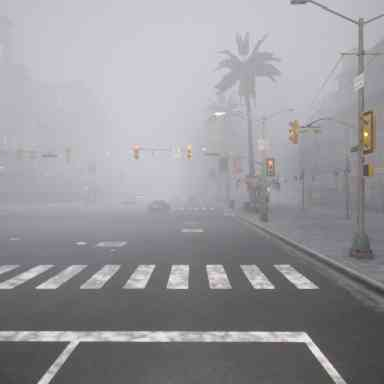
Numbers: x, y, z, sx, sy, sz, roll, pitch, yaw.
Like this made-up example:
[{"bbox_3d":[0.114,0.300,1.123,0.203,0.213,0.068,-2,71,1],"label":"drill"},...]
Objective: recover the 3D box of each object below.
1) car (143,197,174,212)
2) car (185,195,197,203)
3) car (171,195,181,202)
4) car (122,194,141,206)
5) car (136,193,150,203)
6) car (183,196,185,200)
[{"bbox_3d":[-3.757,1.563,38.035,1.994,1.385,4.181,0,0,7],"label":"car"},{"bbox_3d":[0.036,1.353,71.080,2.097,1.767,4.553,0,0,0],"label":"car"},{"bbox_3d":[-3.489,1.552,72.219,1.994,1.385,4.181,0,0,0],"label":"car"},{"bbox_3d":[-10.538,1.547,56.742,2.033,1.411,5.357,0,0,1],"label":"car"},{"bbox_3d":[-10.510,1.220,66.989,2.150,2.045,5.566,0,0,0],"label":"car"},{"bbox_3d":[-1.384,1.551,95.572,1.994,1.385,4.181,0,0,-12],"label":"car"}]
